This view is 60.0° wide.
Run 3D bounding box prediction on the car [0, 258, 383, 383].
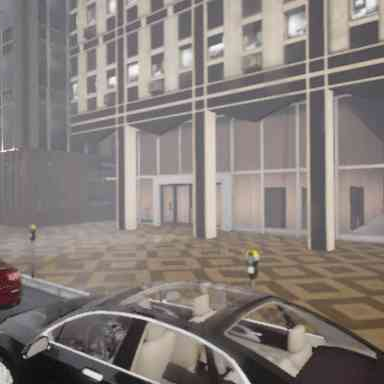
[{"bbox_3d":[-0.254,1.538,3.071,4.403,1.369,2.008,0,-1,36],"label":"car"}]
